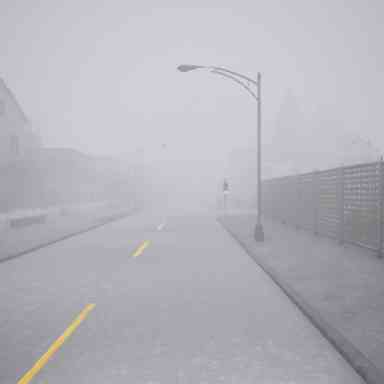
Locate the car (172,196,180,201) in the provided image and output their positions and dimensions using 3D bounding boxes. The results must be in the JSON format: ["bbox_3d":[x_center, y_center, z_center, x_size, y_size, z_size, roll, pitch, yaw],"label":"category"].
[{"bbox_3d":[-4.000,1.752,83.865,2.033,1.411,5.357,0,0,0],"label":"car"}]
